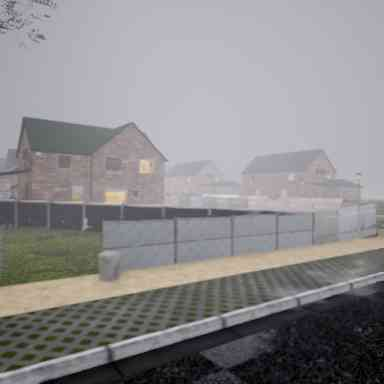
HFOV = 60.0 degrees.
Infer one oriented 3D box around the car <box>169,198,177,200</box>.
[{"bbox_3d":[-4.057,1.089,51.700,1.994,1.385,4.181,1,0,-35],"label":"car"}]
